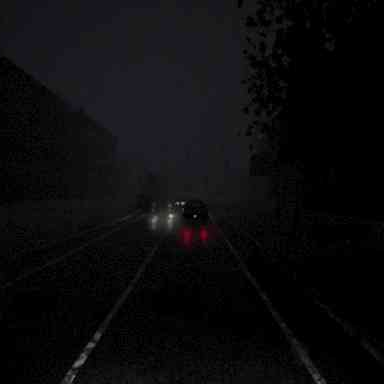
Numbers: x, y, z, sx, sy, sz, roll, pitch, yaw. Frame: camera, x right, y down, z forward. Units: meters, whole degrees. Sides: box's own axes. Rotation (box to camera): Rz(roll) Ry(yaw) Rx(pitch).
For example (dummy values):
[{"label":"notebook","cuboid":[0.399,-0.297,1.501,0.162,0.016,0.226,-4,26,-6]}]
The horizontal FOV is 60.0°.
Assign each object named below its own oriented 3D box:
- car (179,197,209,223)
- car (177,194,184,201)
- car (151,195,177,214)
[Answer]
[{"label":"car","cuboid":[0.230,1.420,24.884,2.128,1.511,4.902,0,0,0]},{"label":"car","cuboid":[-2.605,1.314,75.366,2.128,1.511,4.902,0,0,0]},{"label":"car","cuboid":[-2.919,1.253,33.805,2.097,1.767,4.553,0,0,0]}]
